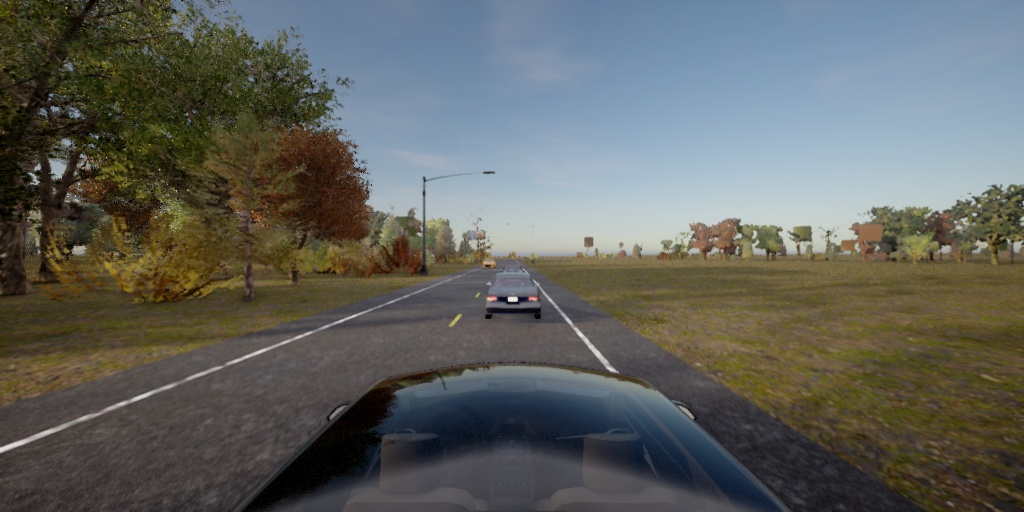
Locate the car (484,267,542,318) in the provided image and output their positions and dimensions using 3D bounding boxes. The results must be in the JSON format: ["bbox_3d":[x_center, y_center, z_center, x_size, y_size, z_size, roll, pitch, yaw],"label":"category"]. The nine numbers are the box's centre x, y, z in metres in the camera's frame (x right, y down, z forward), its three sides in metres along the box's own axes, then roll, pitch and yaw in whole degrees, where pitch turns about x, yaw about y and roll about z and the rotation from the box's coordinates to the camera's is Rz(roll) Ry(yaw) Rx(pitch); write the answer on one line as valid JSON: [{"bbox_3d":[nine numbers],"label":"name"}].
[{"bbox_3d":[0.043,1.300,12.894,2.033,1.411,5.357,0,0,0],"label":"car"}]

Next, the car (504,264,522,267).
[{"bbox_3d":[0.058,1.358,30.194,1.895,1.301,4.718,0,0,0],"label":"car"}]

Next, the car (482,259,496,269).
[{"bbox_3d":[-3.576,1.241,56.190,1.882,1.535,5.008,0,0,0],"label":"car"}]
